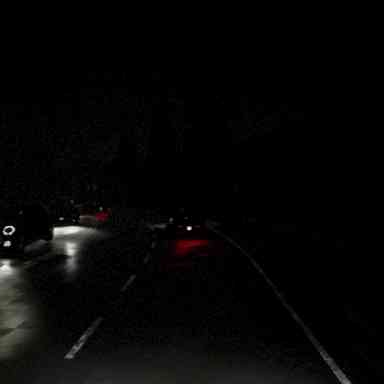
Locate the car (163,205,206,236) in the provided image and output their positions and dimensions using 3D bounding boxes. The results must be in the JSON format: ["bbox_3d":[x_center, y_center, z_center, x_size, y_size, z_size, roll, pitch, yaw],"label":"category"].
[{"bbox_3d":[-0.450,1.488,18.437,1.837,1.490,4.892,1,0,-8],"label":"car"}]

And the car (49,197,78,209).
[{"bbox_3d":[-17.292,1.392,44.515,4.674,1.442,1.812,1,0,44],"label":"car"}]

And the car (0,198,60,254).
[{"bbox_3d":[-7.182,1.301,13.208,2.097,1.767,4.553,0,0,-4],"label":"car"}]

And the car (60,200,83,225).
[{"bbox_3d":[-8.802,1.496,22.896,1.994,1.385,4.181,0,0,-17],"label":"car"}]

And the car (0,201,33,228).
[{"bbox_3d":[-12.218,1.404,22.292,2.128,1.511,4.902,0,0,-17],"label":"car"}]

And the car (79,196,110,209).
[{"bbox_3d":[-13.240,1.380,45.149,2.128,1.511,4.902,0,0,-41],"label":"car"}]

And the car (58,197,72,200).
[{"bbox_3d":[-12.514,1.408,32.173,1.837,1.490,4.892,0,0,-28],"label":"car"}]

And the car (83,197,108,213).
[{"bbox_3d":[-10.466,1.417,35.766,1.837,1.490,4.892,0,0,-31],"label":"car"}]
